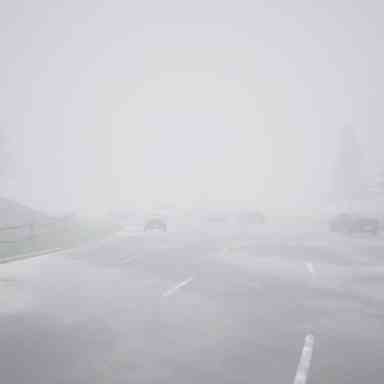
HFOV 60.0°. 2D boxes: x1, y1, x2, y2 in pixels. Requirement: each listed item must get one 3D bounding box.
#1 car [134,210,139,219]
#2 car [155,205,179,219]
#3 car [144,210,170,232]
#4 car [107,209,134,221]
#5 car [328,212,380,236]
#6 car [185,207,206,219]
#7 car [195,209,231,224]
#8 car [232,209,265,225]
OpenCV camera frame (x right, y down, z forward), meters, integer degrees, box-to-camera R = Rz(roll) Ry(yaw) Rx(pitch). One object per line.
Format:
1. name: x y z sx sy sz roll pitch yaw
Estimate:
1. car: -10.401 3.527 53.390 2.128 1.511 4.902 1 -3 -40
2. car: -4.290 3.107 51.440 2.150 2.045 5.566 1 -3 -38
3. car: -3.056 2.578 28.317 1.812 1.442 4.674 0 -2 -5
4. car: -10.623 3.192 47.825 2.097 1.767 4.553 1 -3 -35
5. car: 11.161 2.168 23.301 1.882 1.535 5.008 -1 -2 3
6. car: 0.724 3.120 49.954 2.097 1.767 4.553 0 -2 -30
7. car: 2.278 2.917 37.741 1.895 1.301 4.718 0 -2 -17
8. car: 6.320 2.710 36.151 1.837 1.490 4.892 0 -3 -11
